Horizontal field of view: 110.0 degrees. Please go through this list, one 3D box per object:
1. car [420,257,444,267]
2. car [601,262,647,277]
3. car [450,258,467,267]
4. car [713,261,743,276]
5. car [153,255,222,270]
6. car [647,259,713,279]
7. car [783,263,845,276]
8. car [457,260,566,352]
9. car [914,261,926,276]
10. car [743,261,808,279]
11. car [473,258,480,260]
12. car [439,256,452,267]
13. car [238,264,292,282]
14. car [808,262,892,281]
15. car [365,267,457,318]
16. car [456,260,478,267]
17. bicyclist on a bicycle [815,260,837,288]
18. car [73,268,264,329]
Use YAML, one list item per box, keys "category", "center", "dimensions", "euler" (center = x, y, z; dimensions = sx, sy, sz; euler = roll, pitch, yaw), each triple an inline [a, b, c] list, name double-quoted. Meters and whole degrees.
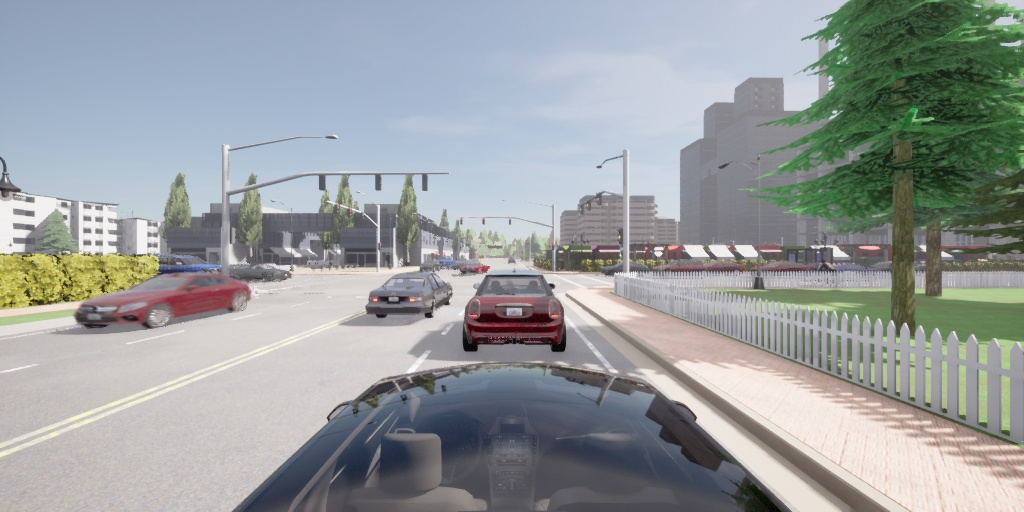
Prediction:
- category: "car"
  center: [-10.609, 1.255, 46.508]
  dimensions: [1.837, 1.490, 4.892]
  euler: [0, 0, 0]
- category: "car"
  center: [11.225, 1.276, 35.716]
  dimensions: [4.674, 1.442, 1.812]
  euler: [0, 0, -1]
- category: "car"
  center: [-7.108, 1.314, 51.085]
  dimensions: [1.994, 1.385, 4.181]
  euler: [0, 0, 0]
- category: "car"
  center: [20.550, 1.228, 35.971]
  dimensions: [5.008, 1.535, 1.882]
  euler: [0, 0, -1]
- category: "car"
  center: [-22.446, 0.971, 24.322]
  dimensions: [5.566, 2.045, 2.150]
  euler: [0, 0, -2]
- category: "car"
  center: [15.074, 1.102, 32.329]
  dimensions: [4.553, 1.767, 2.097]
  euler: [0, 0, -1]
- category: "car"
  center: [30.449, 1.351, 36.217]
  dimensions: [4.718, 1.301, 1.895]
  euler: [0, 0, -1]
- category: "car"
  center: [0.063, 1.102, 9.079]
  dimensions: [2.097, 1.767, 4.553]
  euler: [0, 0, 0]
- category: "car"
  center: [34.349, 1.255, 32.806]
  dimensions: [4.892, 1.490, 1.837]
  euler: [0, 0, -1]
- category: "car"
  center: [24.287, 1.228, 32.561]
  dimensions: [5.008, 1.535, 1.882]
  euler: [0, 0, -1]
- category: "car"
  center: [-7.093, 1.297, 60.328]
  dimensions: [2.033, 1.411, 5.357]
  euler: [0, 0, 0]
- category: "car"
  center: [-10.602, 0.972, 56.369]
  dimensions: [2.150, 2.045, 5.566]
  euler: [0, 0, 0]
- category: "car"
  center: [-19.648, 1.314, 27.954]
  dimensions: [4.181, 1.385, 1.994]
  euler: [0, 0, -2]
- category: "car"
  center: [27.190, 1.276, 28.937]
  dimensions: [4.674, 1.442, 1.812]
  euler: [0, 0, -1]
- category: "car"
  center: [-3.420, 1.297, 12.913]
  dimensions: [2.033, 1.411, 5.357]
  euler: [0, 0, 0]
- category: "car"
  center: [-3.872, 1.351, 38.595]
  dimensions: [1.895, 1.301, 4.718]
  euler: [0, 0, 16]
- category: "bicyclist on a bicycle"
  center: [18.788, 1.052, 21.438]
  dimensions: [0.582, 1.620, 1.656]
  euler: [0, 0, -1]
- category: "car"
  center: [-10.496, 1.276, 11.354]
  dimensions: [1.812, 1.442, 4.674]
  euler: [0, 0, 1]
